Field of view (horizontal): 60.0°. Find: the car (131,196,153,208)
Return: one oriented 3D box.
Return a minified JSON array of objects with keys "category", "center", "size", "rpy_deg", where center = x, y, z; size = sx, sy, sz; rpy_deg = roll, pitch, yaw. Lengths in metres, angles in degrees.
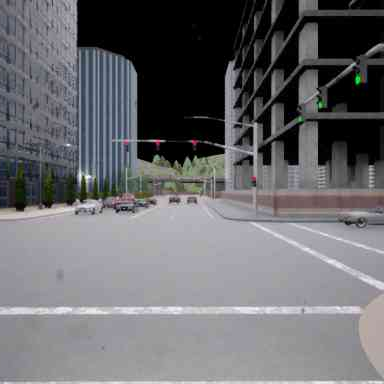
[{"category":"car","center":[-7.082,1.564,46.669],"size":[1.994,1.385,4.181],"rpy_deg":[0,0,0]}]

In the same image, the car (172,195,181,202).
[{"category":"car","center":[-3.473,1.508,73.644],"size":[1.812,1.442,4.674],"rpy_deg":[0,0,0]}]

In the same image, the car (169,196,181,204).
[{"category":"car","center":[-3.476,1.505,64.570],"size":[1.837,1.490,4.892],"rpy_deg":[0,0,0]}]

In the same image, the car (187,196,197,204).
[{"category":"car","center":[0.024,1.492,64.567],"size":[2.128,1.511,4.902],"rpy_deg":[0,0,0]}]

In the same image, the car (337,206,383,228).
[{"category":"car","center":[11.888,1.545,21.239],"size":[4.718,1.301,1.895],"rpy_deg":[0,0,0]}]

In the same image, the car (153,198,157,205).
[{"category":"car","center":[-7.062,1.601,56.709],"size":[1.895,1.301,4.718],"rpy_deg":[0,0,0]}]

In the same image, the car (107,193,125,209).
[{"category":"car","center":[-10.583,1.352,43.376],"size":[2.097,1.767,4.553],"rpy_deg":[0,0,0]}]

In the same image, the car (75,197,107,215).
[{"category":"car","center":[-10.586,1.526,34.443],"size":[1.812,1.442,4.674],"rpy_deg":[0,0,0]}]

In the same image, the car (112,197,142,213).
[{"category":"car","center":[-7.086,1.564,36.760],"size":[1.994,1.385,4.181],"rpy_deg":[0,0,0]}]

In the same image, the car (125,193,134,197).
[{"category":"car","center":[-10.576,1.221,53.792],"size":[2.150,2.045,5.566],"rpy_deg":[0,0,0]}]

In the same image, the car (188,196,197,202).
[{"category":"car","center":[0.027,1.579,73.673],"size":[1.895,1.301,4.718],"rpy_deg":[0,0,0]}]
